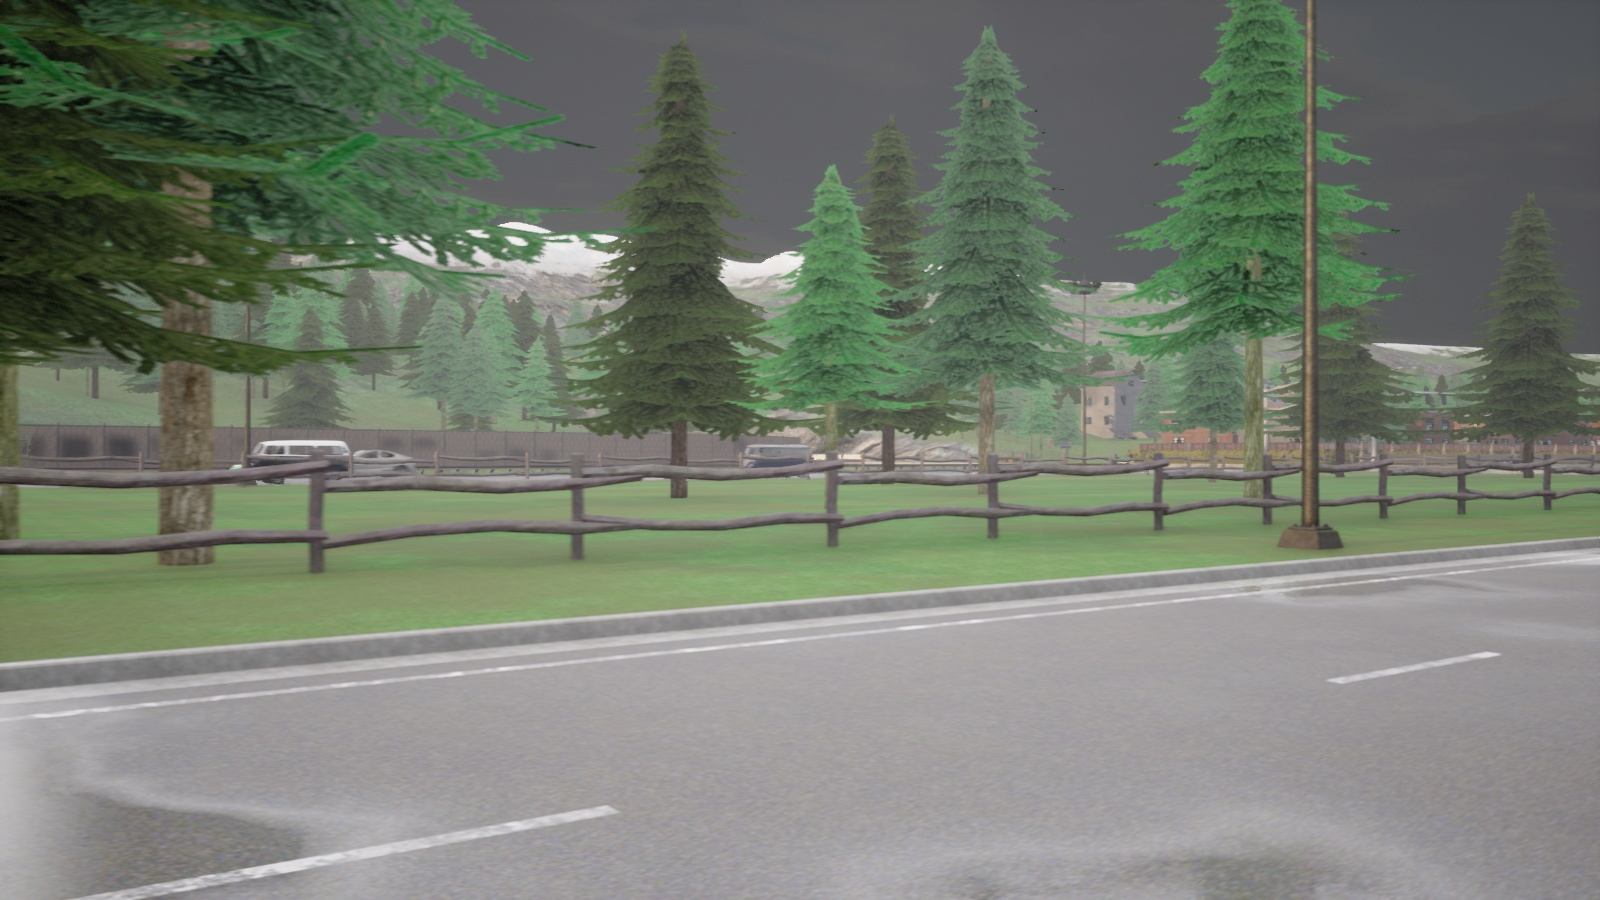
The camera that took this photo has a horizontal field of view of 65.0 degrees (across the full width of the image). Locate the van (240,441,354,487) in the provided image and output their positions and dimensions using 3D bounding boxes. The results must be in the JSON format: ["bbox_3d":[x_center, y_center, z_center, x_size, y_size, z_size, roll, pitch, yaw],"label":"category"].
[{"bbox_3d":[-23.088,0.662,57.679,4.480,2.038,2.069,1,-1,-35],"label":"van"}]

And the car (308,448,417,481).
[{"bbox_3d":[-23.044,0.734,66.257,5.027,1.651,2.152,0,0,-35],"label":"car"}]

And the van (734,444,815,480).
[{"bbox_3d":[-1.480,0.680,72.822,4.442,1.987,1.775,0,0,-35],"label":"van"}]
